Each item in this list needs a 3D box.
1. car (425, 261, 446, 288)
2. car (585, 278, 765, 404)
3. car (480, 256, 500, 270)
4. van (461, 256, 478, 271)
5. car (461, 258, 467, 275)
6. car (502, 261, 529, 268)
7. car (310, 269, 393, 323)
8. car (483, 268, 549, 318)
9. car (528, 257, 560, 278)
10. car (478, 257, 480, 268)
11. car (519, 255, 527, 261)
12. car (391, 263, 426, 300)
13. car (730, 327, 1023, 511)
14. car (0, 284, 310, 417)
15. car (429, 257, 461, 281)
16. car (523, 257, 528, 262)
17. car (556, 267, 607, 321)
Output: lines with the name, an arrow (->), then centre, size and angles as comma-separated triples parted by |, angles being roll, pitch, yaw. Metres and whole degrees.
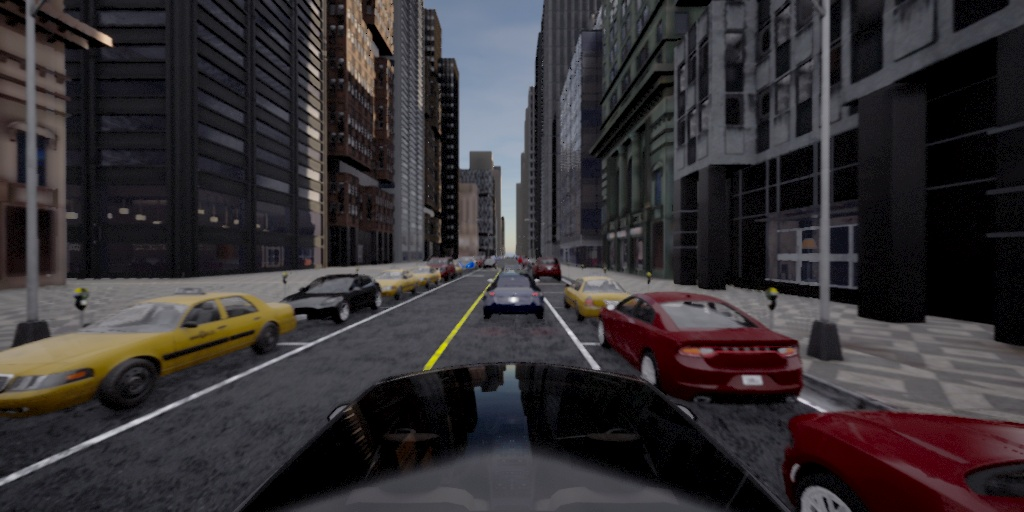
car -> -5.770, 1.218, 23.090 | 1.751, 1.417, 4.829 | 0, 0, 0
car -> 2.761, 1.282, 6.349 | 1.888, 1.381, 4.507 | 0, 0, 0
car -> -3.095, 1.134, 50.845 | 1.837, 1.490, 4.892 | 0, 1, 0
van -> -5.777, 0.982, 45.823 | 1.690, 1.789, 3.998 | 0, 0, 0
car -> -5.773, 1.191, 34.371 | 1.751, 1.417, 4.829 | 0, 0, 0
car -> 0.054, 1.283, 27.447 | 1.895, 1.301, 4.718 | 0, 0, 0
car -> -5.766, 1.288, 11.979 | 1.948, 1.339, 4.313 | 0, 0, 0
car -> 0.059, 1.282, 12.789 | 1.994, 1.385, 4.181 | 0, 0, 0
car -> 2.754, 0.994, 28.911 | 2.192, 1.841, 5.009 | 0, 0, 0
car -> -5.779, 1.181, 51.463 | 2.007, 1.370, 4.403 | 0, 0, 0
car -> 2.743, 1.050, 62.752 | 1.967, 1.591, 4.097 | 0, 0, 0
car -> -5.768, 1.232, 17.449 | 1.751, 1.417, 4.829 | 0, 0, 0
car -> 2.763, 1.298, 0.708 | 1.888, 1.381, 4.507 | 0, 0, 0
car -> -5.764, 1.262, 6.168 | 1.751, 1.417, 4.829 | 0, 0, 0
car -> -5.771, 0.994, 28.901 | 2.192, 1.841, 5.009 | 0, 0, 0
car -> 2.749, 1.192, 45.832 | 2.007, 1.370, 4.403 | 0, 0, 0
car -> 2.759, 1.247, 12.160 | 1.751, 1.417, 4.829 | 0, 0, 0
